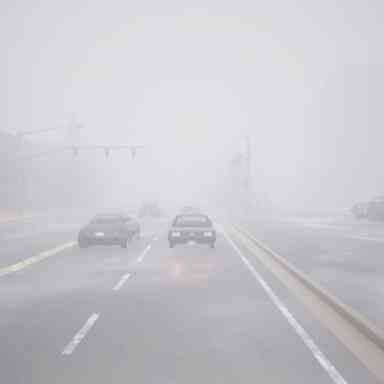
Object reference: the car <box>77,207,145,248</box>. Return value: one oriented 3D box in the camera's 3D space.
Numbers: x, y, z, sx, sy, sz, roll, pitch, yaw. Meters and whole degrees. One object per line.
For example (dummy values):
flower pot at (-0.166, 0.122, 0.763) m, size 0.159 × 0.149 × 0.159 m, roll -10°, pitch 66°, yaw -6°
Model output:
car at (-3.500, 1.570, 14.650) m, size 1.994 × 1.385 × 4.181 m, roll 0°, pitch 0°, yaw 0°

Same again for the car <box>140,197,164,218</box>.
car at (-3.626, 1.493, 29.688) m, size 2.128 × 1.511 × 4.902 m, roll 0°, pitch 0°, yaw -1°

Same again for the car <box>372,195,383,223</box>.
car at (14.289, 1.154, 21.536) m, size 3.866 × 1.878 × 1.905 m, roll 0°, pitch 0°, yaw -2°

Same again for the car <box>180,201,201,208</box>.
car at (-0.127, 1.531, 29.767) m, size 1.812 × 1.442 × 4.674 m, roll 0°, pitch 0°, yaw -1°

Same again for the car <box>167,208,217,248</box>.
car at (0.000, 1.614, 14.680) m, size 1.895 × 1.301 × 4.718 m, roll 0°, pitch 0°, yaw 0°

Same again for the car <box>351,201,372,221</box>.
car at (14.269, 1.151, 24.431) m, size 4.605 × 1.855 × 1.932 m, roll 0°, pitch 0°, yaw -2°

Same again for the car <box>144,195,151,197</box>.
car at (-12.505, 1.518, 92.717) m, size 2.033 × 1.411 × 5.357 m, roll 0°, pitch 0°, yaw -2°

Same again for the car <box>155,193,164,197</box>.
car at (-9.005, 1.204, 92.779) m, size 2.150 × 2.045 × 5.566 m, roll 0°, pitch 0°, yaw -2°
